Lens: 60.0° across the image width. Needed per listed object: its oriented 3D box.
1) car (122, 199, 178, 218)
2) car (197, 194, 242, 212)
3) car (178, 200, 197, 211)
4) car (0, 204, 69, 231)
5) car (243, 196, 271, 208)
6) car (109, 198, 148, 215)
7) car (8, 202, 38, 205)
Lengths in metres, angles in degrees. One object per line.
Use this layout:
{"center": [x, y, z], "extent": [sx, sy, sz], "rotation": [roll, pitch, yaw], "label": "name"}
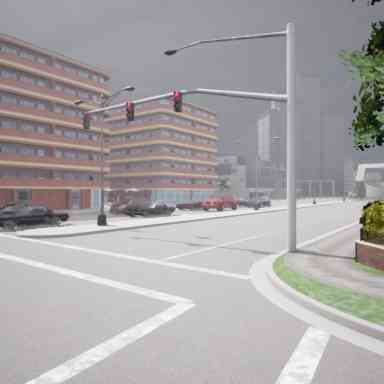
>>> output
{"center": [-3.679, 1.601, 29.886], "extent": [1.895, 1.301, 4.718], "rotation": [0, 0, 36], "label": "car"}
{"center": [3.378, 1.223, 39.565], "extent": [2.150, 2.045, 5.566], "rotation": [0, 0, 36], "label": "car"}
{"center": [0.182, 1.601, 41.124], "extent": [1.895, 1.301, 4.718], "rotation": [0, 0, 36], "label": "car"}
{"center": [-10.276, 1.601, 20.811], "extent": [1.895, 1.301, 4.718], "rotation": [0, 0, 36], "label": "car"}
{"center": [9.689, 1.352, 48.181], "extent": [2.097, 1.767, 4.553], "rotation": [0, 0, 36], "label": "car"}
{"center": [-5.916, 1.351, 32.748], "extent": [2.097, 1.767, 4.553], "rotation": [0, 0, 36], "label": "car"}
{"center": [-12.428, 1.505, 23.821], "extent": [1.837, 1.490, 4.892], "rotation": [0, 0, 36], "label": "car"}
